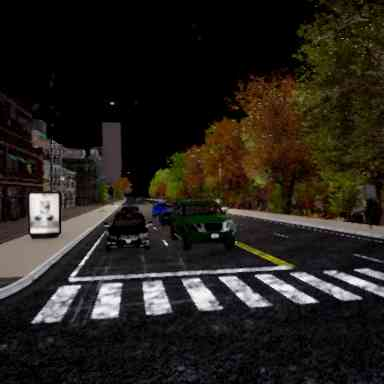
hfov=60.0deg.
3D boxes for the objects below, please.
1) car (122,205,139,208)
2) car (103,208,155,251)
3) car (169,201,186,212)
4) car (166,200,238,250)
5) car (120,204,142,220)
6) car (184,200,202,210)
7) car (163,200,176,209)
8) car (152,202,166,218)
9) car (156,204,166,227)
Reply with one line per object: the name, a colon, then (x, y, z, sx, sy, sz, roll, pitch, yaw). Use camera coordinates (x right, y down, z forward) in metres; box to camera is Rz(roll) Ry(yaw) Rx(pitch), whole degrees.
car: (-4.563, 1.849, 24.672, 1.837, 1.490, 4.892, -1, -1, -10)
car: (-2.906, 1.725, 15.419, 1.837, 1.490, 4.892, -1, -1, -10)
car: (-2.169, 2.086, 49.321, 1.837, 1.490, 4.892, -1, -1, -10)
car: (0.332, 1.401, 15.683, 2.150, 2.045, 5.566, -1, -1, -12)
car: (-6.382, 2.028, 34.880, 2.033, 1.411, 5.357, -1, -1, -10)
car: (0.113, 2.104, 55.010, 2.128, 1.511, 4.902, -1, -1, -10)
car: (-4.009, 2.244, 59.559, 1.812, 1.442, 4.674, -1, -1, -10)
car: (-3.252, 1.926, 35.842, 1.882, 1.535, 5.008, -1, 0, -10)
car: (-1.416, 1.875, 25.563, 1.994, 1.385, 4.181, -1, -1, -10)
